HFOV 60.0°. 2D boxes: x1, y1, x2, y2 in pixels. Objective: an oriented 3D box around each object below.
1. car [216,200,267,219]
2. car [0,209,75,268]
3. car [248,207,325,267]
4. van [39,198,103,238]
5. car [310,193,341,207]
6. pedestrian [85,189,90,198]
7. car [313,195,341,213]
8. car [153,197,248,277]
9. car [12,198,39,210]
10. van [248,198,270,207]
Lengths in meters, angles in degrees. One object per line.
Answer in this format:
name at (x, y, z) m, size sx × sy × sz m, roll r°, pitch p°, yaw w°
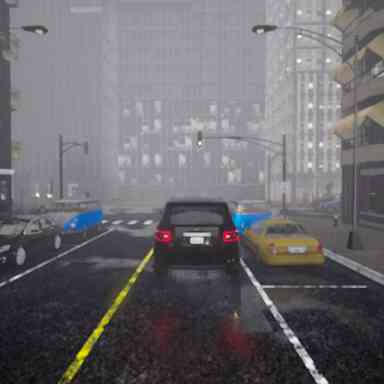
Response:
car at (4.213, 1.396, 28.187) m, size 4.181 × 1.385 × 1.994 m, roll 0°, pitch 0°, yaw -40°
car at (-5.662, 1.462, 10.755) m, size 2.008 × 1.369 × 4.403 m, roll -1°, pitch 0°, yaw 0°
car at (2.718, 1.435, 10.865) m, size 1.752 × 1.417 × 4.829 m, roll -1°, pitch 0°, yaw 0°
van at (-5.644, 1.207, 16.355) m, size 1.690 × 1.788 × 3.998 m, roll -1°, pitch 0°, yaw 0°
car at (15.369, 1.054, 35.578) m, size 5.009 × 1.841 × 2.192 m, roll 0°, pitch 1°, yaw 1°
pedestrian at (-12.250, 0.578, 38.777) m, size 0.375 × 1.860 × 0.375 m, roll 0°, pitch 1°, yaw 1°
car at (14.933, 1.319, 32.983) m, size 4.674 × 1.442 × 1.812 m, roll 0°, pitch 1°, yaw -1°
car at (0.127, 1.140, 10.127) m, size 2.150 × 2.045 × 5.566 m, roll 0°, pitch 1°, yaw 0°
car at (-16.120, 1.253, 30.092) m, size 5.357 × 1.411 × 2.033 m, roll 0°, pitch 1°, yaw 1°
van at (2.736, 1.207, 16.295) m, size 1.690 × 1.788 × 3.998 m, roll -1°, pitch 0°, yaw 0°
